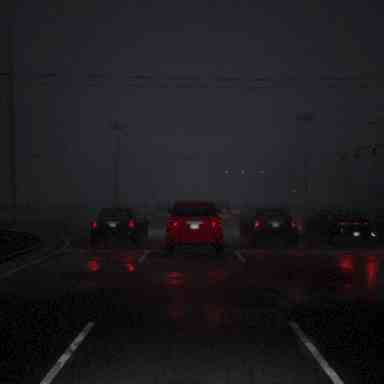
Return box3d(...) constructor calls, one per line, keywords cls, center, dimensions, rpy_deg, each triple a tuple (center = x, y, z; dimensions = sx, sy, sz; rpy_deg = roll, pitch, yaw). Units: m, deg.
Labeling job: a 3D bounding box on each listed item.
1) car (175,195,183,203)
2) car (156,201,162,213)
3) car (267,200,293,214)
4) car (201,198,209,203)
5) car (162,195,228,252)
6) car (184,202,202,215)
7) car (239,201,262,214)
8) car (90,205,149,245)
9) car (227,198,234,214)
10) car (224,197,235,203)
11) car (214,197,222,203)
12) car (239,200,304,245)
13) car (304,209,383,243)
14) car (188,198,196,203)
box3d(cls="car", center=(-3.503, 1.888, 90.683), dimensions=(2.150, 2.045, 5.566), rpy_deg=(0, 0, 0))
box3d(cls="car", center=(-3.403, 1.784, 41.831), dimensions=(1.882, 1.535, 5.008), rpy_deg=(0, 0, 0))
box3d(cls="car", center=(10.597, 1.800, 40.306), dimensions=(1.837, 1.490, 4.892), rpy_deg=(0, 0, 0))
box3d(cls="car", center=(3.497, 2.262, 91.257), dimensions=(1.895, 1.301, 4.718), rpy_deg=(0, 0, 0))
box3d(cls="car", center=(0.097, 1.331, 14.569), dimensions=(2.150, 2.045, 5.566), rpy_deg=(0, 0, 0))
box3d(cls="car", center=(0.097, 1.884, 38.701), dimensions=(1.895, 1.301, 4.718), rpy_deg=(0, 0, 0))
box3d(cls="car", center=(7.097, 1.863, 40.821), dimensions=(1.994, 1.385, 4.181), rpy_deg=(0, 0, 0))
box3d(cls="car", center=(-3.402, 1.473, 16.399), dimensions=(2.097, 1.767, 4.553), rpy_deg=(0, 0, 0))
box3d(cls="car", center=(3.597, 1.800, 40.339), dimensions=(1.837, 1.490, 4.892), rpy_deg=(0, 0, 0))
box3d(cls="car", center=(10.497, 2.021, 91.118), dimensions=(2.097, 1.767, 4.553), rpy_deg=(0, 0, 0))
box3d(cls="car", center=(6.997, 2.166, 91.204), dimensions=(1.837, 1.490, 4.892), rpy_deg=(0, 0, 0))
box3d(cls="car", center=(3.598, 1.473, 16.423), dimensions=(2.097, 1.767, 4.553), rpy_deg=(0, 0, 0))
box3d(cls="car", center=(7.099, 1.615, 16.779), dimensions=(2.128, 1.511, 4.902), rpy_deg=(0, 0, 0))
box3d(cls="car", center=(-0.003, 2.263, 91.334), dimensions=(1.895, 1.301, 4.718), rpy_deg=(0, 0, 0))
